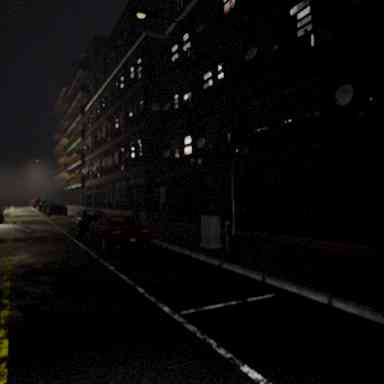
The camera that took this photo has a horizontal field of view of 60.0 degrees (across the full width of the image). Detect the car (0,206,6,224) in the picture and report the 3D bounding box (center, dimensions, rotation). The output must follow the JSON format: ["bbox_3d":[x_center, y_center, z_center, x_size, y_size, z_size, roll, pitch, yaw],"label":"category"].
[{"bbox_3d":[-15.593,1.674,25.837,1.812,1.442,4.674,0,0,-28],"label":"car"}]

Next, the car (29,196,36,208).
[{"bbox_3d":[-24.171,1.650,52.994,2.192,1.841,5.009,1,-1,-28],"label":"car"}]

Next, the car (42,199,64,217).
[{"bbox_3d":[-13.669,1.733,33.521,1.887,1.381,4.507,2,-1,-28],"label":"car"}]

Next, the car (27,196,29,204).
[{"bbox_3d":[-29.413,1.857,62.736,1.967,1.590,4.097,1,-1,-28],"label":"car"}]

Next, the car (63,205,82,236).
[{"bbox_3d":[-5.812,1.647,18.908,2.008,1.369,4.403,2,-1,-28],"label":"car"}]

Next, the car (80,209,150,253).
[{"bbox_3d":[-3.192,1.614,14.036,1.887,1.381,4.507,2,-1,-28],"label":"car"}]

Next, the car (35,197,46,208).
[{"bbox_3d":[-18.899,1.700,43.269,1.967,1.590,4.097,2,-1,-28],"label":"car"}]

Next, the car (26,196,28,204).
[{"bbox_3d":[-34.654,2.089,72.476,1.802,1.307,4.206,1,-1,-28],"label":"car"}]

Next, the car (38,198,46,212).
[{"bbox_3d":[-16.287,1.768,38.392,1.887,1.381,4.507,2,-1,-28],"label":"car"}]
